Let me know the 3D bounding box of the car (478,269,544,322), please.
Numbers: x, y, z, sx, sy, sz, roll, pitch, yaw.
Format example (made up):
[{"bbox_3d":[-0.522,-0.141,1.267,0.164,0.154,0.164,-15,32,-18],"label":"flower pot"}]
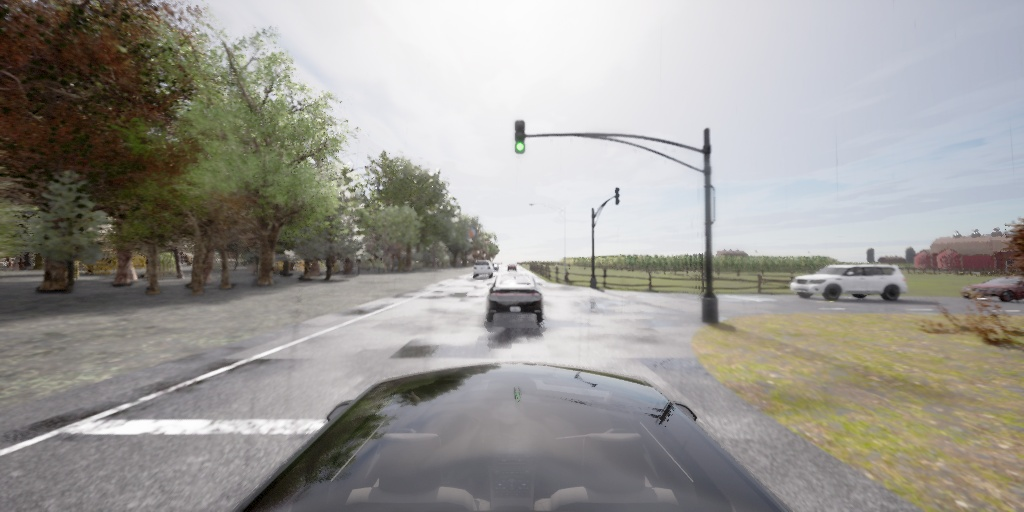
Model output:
[{"bbox_3d":[0.101,1.407,13.155,2.128,1.511,4.902,0,-1,0],"label":"car"}]

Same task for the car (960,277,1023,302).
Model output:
[{"bbox_3d":[29.343,1.923,20.979,4.674,1.442,1.812,1,-2,0],"label":"car"}]

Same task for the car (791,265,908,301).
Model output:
[{"bbox_3d":[19.659,1.514,21.035,5.566,2.045,2.150,1,-2,0],"label":"car"}]

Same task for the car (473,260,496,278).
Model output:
[{"bbox_3d":[-3.395,1.563,43.382,2.150,2.045,5.566,0,-1,0],"label":"car"}]
